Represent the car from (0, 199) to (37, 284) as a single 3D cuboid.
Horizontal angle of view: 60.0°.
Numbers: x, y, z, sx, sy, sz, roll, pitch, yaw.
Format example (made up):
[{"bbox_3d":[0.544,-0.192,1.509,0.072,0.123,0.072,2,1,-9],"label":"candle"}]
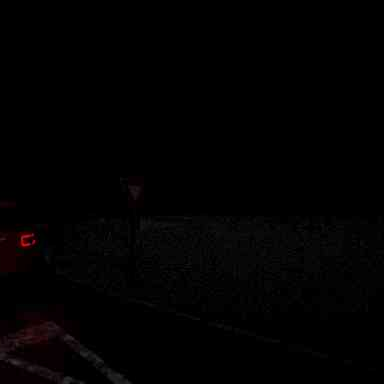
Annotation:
[{"bbox_3d":[-5.881,1.183,8.604,2.150,2.045,5.566,0,1,-43],"label":"car"}]
